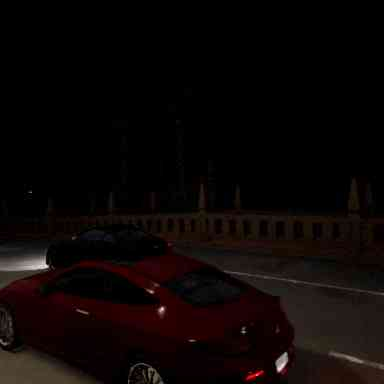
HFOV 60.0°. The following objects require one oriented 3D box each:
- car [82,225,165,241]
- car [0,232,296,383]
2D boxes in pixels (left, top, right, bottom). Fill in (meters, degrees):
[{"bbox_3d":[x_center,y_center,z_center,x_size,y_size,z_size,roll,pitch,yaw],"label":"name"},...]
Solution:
[{"bbox_3d":[-2.591,1.709,10.138,4.181,1.385,1.994,-2,-1,35],"label":"car"},{"bbox_3d":[-0.968,1.560,4.682,4.674,1.442,1.812,-1,-1,35],"label":"car"}]
